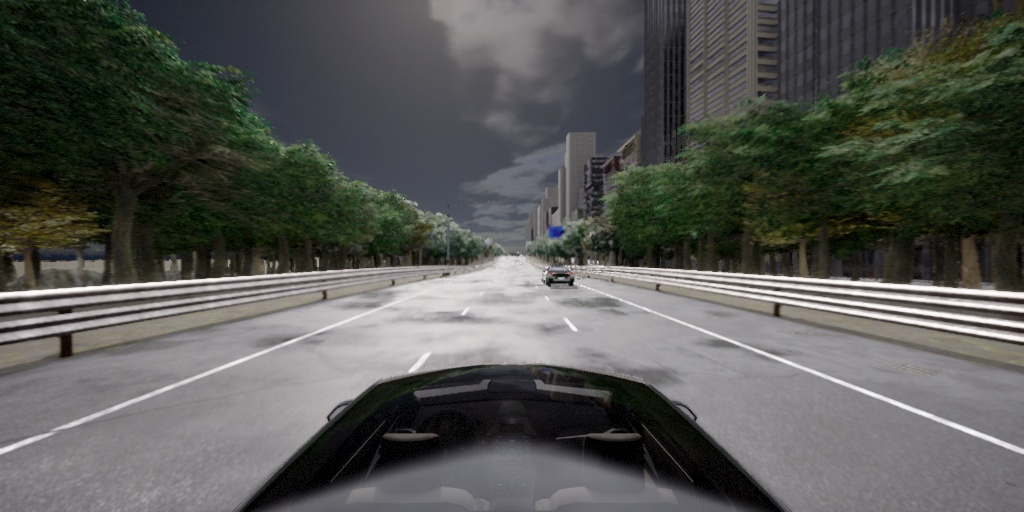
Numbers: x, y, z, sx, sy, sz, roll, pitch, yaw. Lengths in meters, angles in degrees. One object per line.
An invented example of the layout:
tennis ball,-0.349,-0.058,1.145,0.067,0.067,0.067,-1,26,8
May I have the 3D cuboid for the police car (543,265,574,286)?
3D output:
police car,3.500,1.488,27.844,2.038,1.542,4.974,0,-1,0
